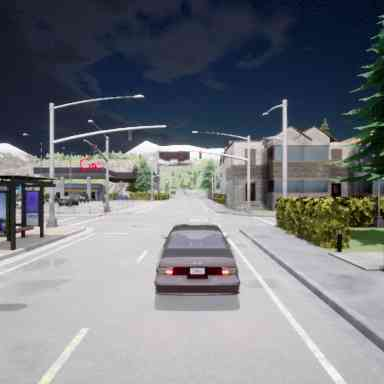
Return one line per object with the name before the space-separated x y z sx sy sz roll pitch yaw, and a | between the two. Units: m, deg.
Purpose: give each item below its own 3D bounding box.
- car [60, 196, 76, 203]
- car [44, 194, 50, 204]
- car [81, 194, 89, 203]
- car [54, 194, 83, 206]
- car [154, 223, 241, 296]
car | -25.916 1.552 69.508 1.970 1.475 3.806 0 0 0
car | -25.859 1.289 61.029 1.932 1.855 4.605 0 0 0
car | -22.590 1.268 68.904 1.905 1.878 3.866 0 0 0
car | -18.896 1.489 51.033 2.007 1.523 4.514 0 0 0
car | 0.105 1.547 8.828 2.033 1.411 5.357 0 0 0
